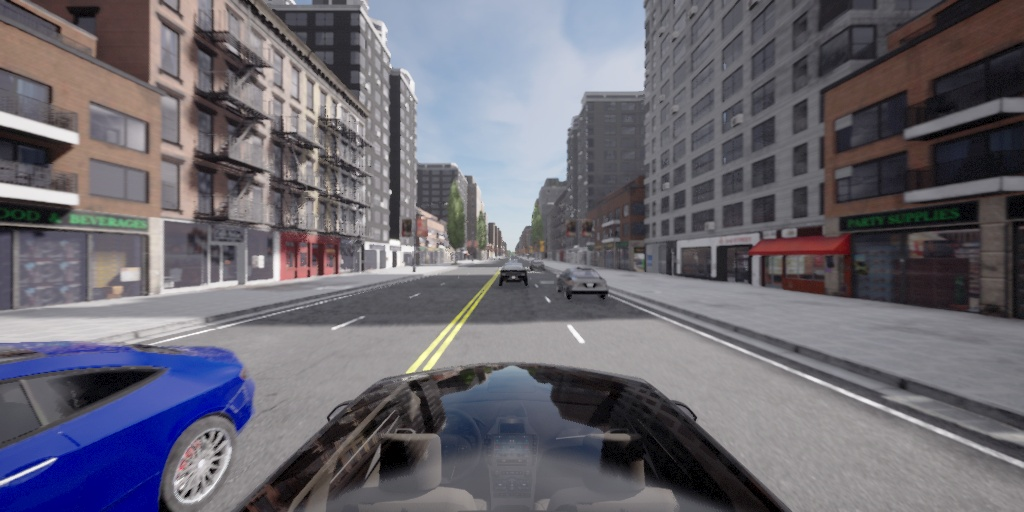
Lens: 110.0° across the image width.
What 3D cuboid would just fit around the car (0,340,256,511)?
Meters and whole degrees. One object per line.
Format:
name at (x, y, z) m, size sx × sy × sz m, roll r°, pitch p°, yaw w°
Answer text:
car at (-3.340, 1.276, 1.564) m, size 1.812 × 1.442 × 4.674 m, roll 0°, pitch 0°, yaw 0°

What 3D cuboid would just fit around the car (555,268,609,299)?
car at (3.345, 1.284, 17.883) m, size 2.033 × 1.411 × 5.357 m, roll 0°, pitch 0°, yaw 0°

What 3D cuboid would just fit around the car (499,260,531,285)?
car at (0.104, 1.207, 25.655) m, size 1.882 × 1.535 × 5.008 m, roll 0°, pitch 0°, yaw 0°

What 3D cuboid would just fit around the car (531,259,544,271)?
car at (3.362, 1.190, 49.149) m, size 2.128 × 1.511 × 4.902 m, roll 0°, pitch 0°, yaw 0°
